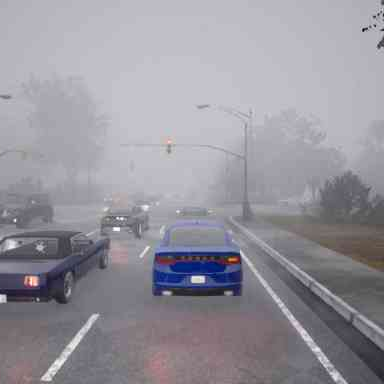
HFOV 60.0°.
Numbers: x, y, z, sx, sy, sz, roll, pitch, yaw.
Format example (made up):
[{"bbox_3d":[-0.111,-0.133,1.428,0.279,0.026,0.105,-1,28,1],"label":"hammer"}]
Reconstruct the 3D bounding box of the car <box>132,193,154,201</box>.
[{"bbox_3d":[-7.036,1.201,47.206,1.994,1.385,4.181,0,0,0],"label":"car"}]

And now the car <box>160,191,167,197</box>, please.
[{"bbox_3d":[-7.570,0.608,89.152,1.882,1.535,5.008,0,1,-4],"label":"car"}]

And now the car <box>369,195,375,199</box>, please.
[{"bbox_3d":[22.471,1.174,43.359,4.892,1.490,1.837,0,1,-3],"label":"car"}]

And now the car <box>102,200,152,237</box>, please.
[{"bbox_3d":[-3.376,1.402,17.322,1.837,1.490,4.892,0,0,0],"label":"car"}]

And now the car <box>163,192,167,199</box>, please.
[{"bbox_3d":[-6.992,0.918,74.015,1.994,1.385,4.181,0,1,0],"label":"car"}]

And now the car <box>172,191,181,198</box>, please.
[{"bbox_3d":[-3.851,0.737,85.355,2.033,1.411,5.357,0,1,-4],"label":"car"}]

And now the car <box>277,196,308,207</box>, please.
[{"bbox_3d":[13.283,1.200,42.851,4.674,1.442,1.812,0,1,-3],"label":"car"}]

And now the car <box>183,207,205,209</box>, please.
[{"bbox_3d":[0.124,1.458,17.599,1.994,1.385,4.181,0,0,0],"label":"car"}]

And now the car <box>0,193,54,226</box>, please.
[{"bbox_3d":[-10.572,1.089,20.700,2.150,2.045,5.566,0,1,0],"label":"car"}]

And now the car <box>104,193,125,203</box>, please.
[{"bbox_3d":[-10.536,1.003,45.439,2.097,1.767,4.553,0,1,0],"label":"car"}]

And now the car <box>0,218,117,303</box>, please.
[{"bbox_3d":[-3.388,1.573,8.070,1.895,1.301,4.718,0,0,0],"label":"car"}]

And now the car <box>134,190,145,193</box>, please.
[{"bbox_3d":[-10.456,0.687,65.758,2.150,2.045,5.566,0,0,0],"label":"car"}]

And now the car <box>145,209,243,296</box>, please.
[{"bbox_3d":[0.113,1.446,8.617,1.882,1.535,5.008,0,0,0],"label":"car"}]

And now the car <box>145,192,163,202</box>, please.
[{"bbox_3d":[-6.988,0.982,61.784,1.882,1.535,5.008,0,1,0],"label":"car"}]

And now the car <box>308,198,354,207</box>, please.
[{"bbox_3d":[15.525,1.214,35.741,5.008,1.535,1.882,0,1,-3],"label":"car"}]

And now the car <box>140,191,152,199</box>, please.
[{"bbox_3d":[-10.546,0.687,76.499,2.097,1.767,4.553,0,1,-1],"label":"car"}]

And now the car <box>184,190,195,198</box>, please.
[{"bbox_3d":[-0.354,0.419,85.490,2.150,2.045,5.566,0,1,-4],"label":"car"}]
